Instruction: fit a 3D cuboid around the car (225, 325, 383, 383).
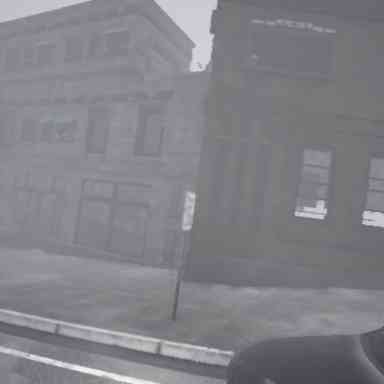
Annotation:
[{"bbox_3d":[2.596,1.864,2.823,4.674,1.442,1.812,2,-4,14],"label":"car"}]
